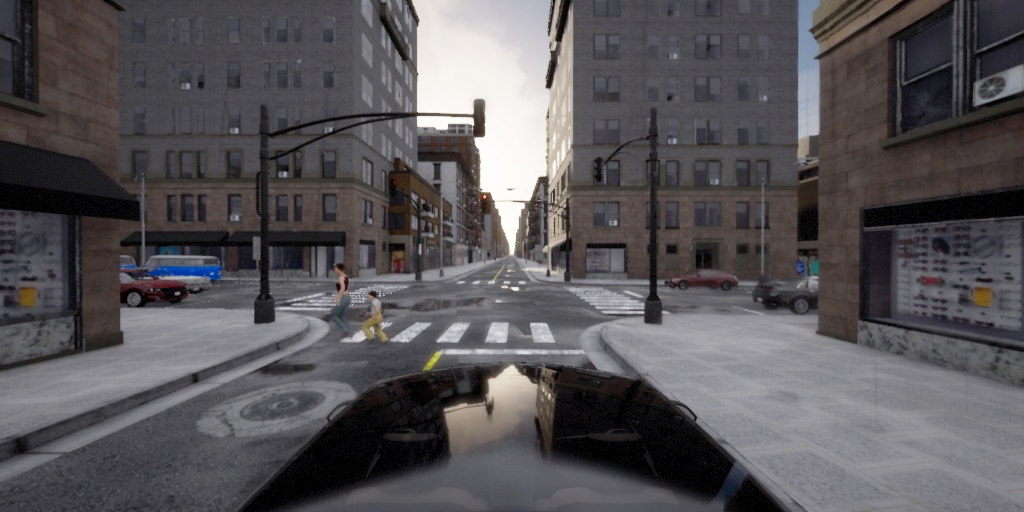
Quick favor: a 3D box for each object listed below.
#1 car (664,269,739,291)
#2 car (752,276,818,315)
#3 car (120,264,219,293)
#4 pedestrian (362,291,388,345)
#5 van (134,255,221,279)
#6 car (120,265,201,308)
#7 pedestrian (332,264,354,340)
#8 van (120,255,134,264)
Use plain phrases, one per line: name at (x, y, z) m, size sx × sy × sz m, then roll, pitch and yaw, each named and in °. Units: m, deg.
car at (11.655, 1.430, 22.160) m, size 4.207 × 1.307 × 1.802 m, roll 0°, pitch 0°, yaw 0°
car at (11.619, 1.450, 13.635) m, size 4.403 × 1.370 × 2.007 m, roll 0°, pitch 0°, yaw 0°
car at (-16.819, 1.204, 16.592) m, size 4.718 × 1.301 × 1.895 m, roll 1°, pitch 0°, yaw 0°
pedestrian at (-3.010, 1.320, 7.970) m, size 0.375 × 1.300 × 0.375 m, roll 0°, pitch 0°, yaw 0°
van at (-20.600, 0.872, 22.401) m, size 3.998 × 1.789 × 1.690 m, roll 0°, pitch 0°, yaw 0°
car at (-15.144, 1.181, 13.828) m, size 4.507 × 1.381 × 1.888 m, roll 0°, pitch 0°, yaw 0°
pedestrian at (-4.058, 1.039, 8.569) m, size 0.375 × 1.860 × 0.375 m, roll 0°, pitch 0°, yaw 0°
van at (-26.091, 0.820, 22.441) m, size 3.998 × 1.789 × 1.690 m, roll 0°, pitch 0°, yaw 0°
